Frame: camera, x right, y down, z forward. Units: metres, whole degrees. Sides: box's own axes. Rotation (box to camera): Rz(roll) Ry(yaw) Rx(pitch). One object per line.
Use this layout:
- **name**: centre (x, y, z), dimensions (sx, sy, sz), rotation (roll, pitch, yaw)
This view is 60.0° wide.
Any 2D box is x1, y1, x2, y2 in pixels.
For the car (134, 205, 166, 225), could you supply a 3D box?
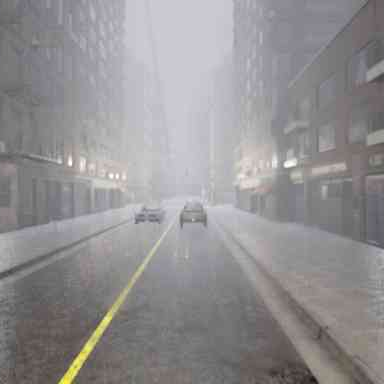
- **car**: centre (-3.038, 1.665, 24.828), dimensions (1.895, 1.301, 4.718), rotation (0, 0, 1)

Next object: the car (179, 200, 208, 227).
- **car**: centre (0.097, 1.552, 23.394), dimensions (2.128, 1.511, 4.902), rotation (0, 0, 0)

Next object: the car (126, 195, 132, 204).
- **car**: centre (-14.903, 1.540, 69.223), dimensions (5.009, 1.841, 2.192), rotation (0, 0, 0)
